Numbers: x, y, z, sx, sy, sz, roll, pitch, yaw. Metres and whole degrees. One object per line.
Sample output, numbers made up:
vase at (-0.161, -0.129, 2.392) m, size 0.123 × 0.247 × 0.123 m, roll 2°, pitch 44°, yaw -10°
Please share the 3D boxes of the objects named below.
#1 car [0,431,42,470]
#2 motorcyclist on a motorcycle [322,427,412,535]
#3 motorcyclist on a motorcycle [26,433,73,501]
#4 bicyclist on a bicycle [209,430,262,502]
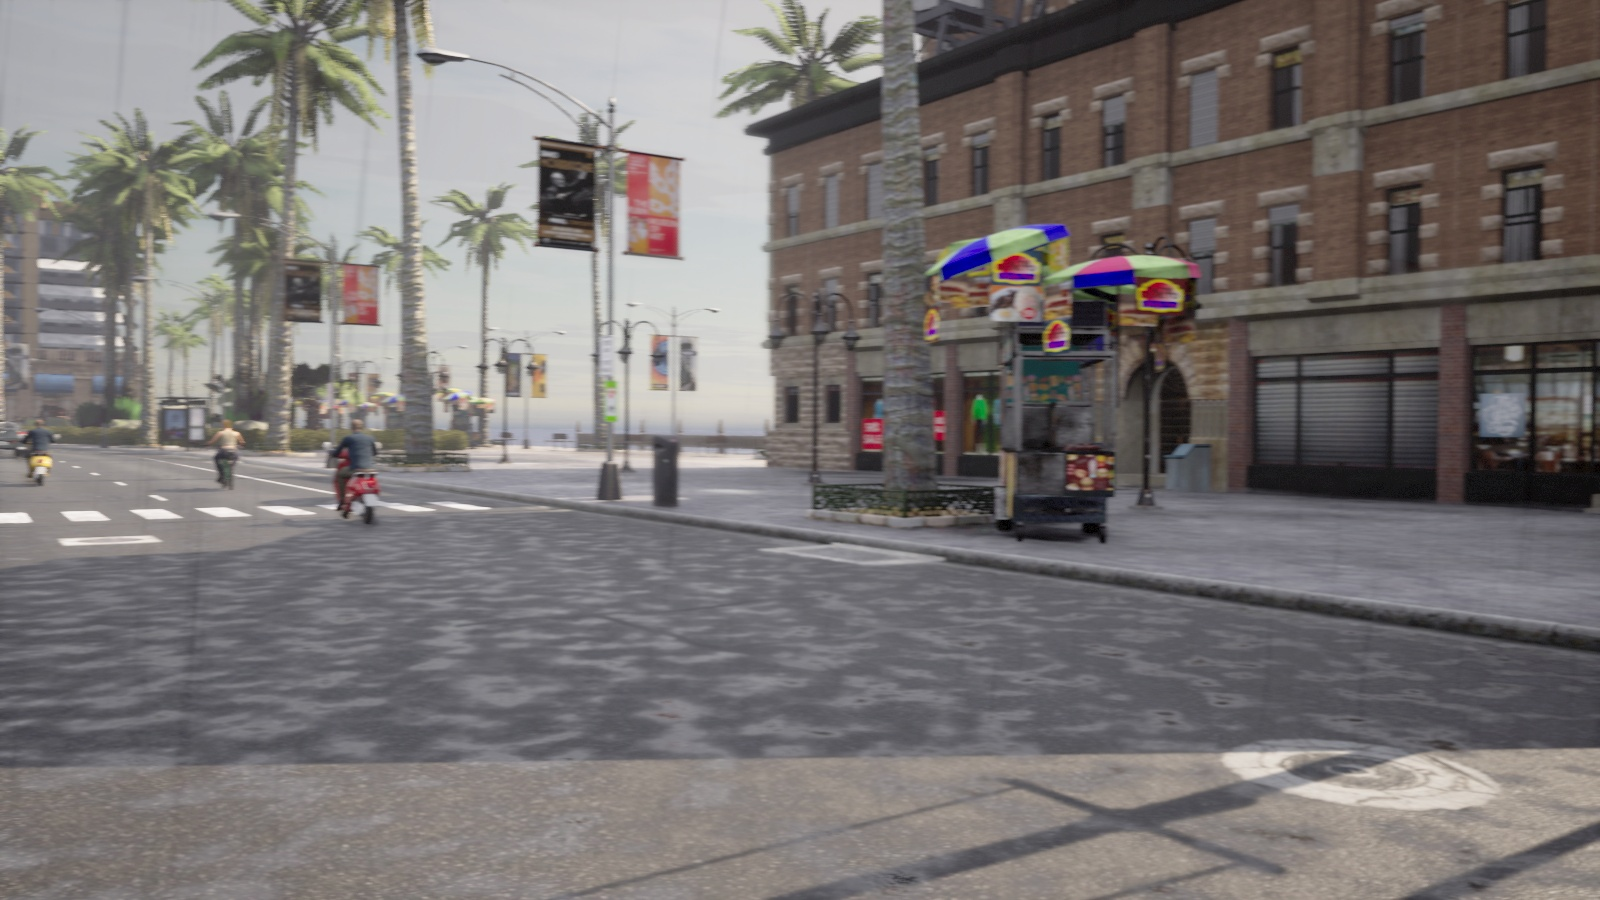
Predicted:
car at (-34.829, 0.003, 55.128) m, size 2.152 × 1.651 × 5.027 m, roll -1°, pitch 1°, yaw -37°
motorcyclist on a motorcycle at (-6.738, 0.447, 19.475) m, size 0.866 × 1.590 × 1.817 m, roll -1°, pitch 1°, yaw -33°
motorcyclist on a motorcycle at (-18.305, 0.392, 30.609) m, size 0.866 × 1.590 × 1.817 m, roll -1°, pitch 1°, yaw -33°
bicyclist on a bicycle at (-13.037, 0.346, 28.981) m, size 0.866 × 1.612 × 1.509 m, roll -1°, pitch 1°, yaw -33°
